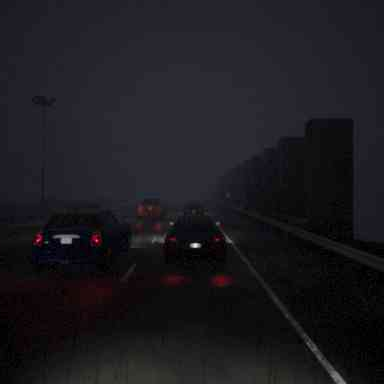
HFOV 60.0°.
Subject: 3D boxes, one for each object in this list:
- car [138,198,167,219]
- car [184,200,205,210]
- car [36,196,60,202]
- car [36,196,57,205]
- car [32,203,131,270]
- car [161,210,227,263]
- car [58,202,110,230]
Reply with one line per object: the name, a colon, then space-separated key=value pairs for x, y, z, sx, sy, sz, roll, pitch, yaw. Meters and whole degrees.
car: x=-3.350 y=1.328 z=28.913 sx=2.097 sy=1.767 sz=4.553 roll=0 pitch=0 yaw=1
car: x=0.188 y=1.500 z=31.061 sx=1.812 sy=1.442 sz=4.674 roll=0 pitch=0 yaw=1
car: x=-20.640 y=1.452 z=47.721 sx=2.128 sy=1.511 sz=4.902 roll=0 pitch=0 yaw=2
car: x=-27.293 y=1.549 z=62.481 sx=1.812 sy=1.442 sz=4.674 roll=0 pitch=0 yaw=0
car: x=-3.398 y=1.343 z=11.128 sx=2.097 sy=1.767 sz=4.553 roll=0 pitch=0 yaw=0
car: x=0.101 y=1.554 z=11.872 sx=1.994 sy=1.385 sz=4.181 roll=0 pitch=0 yaw=0
car: x=-6.894 y=1.487 z=21.852 sx=1.837 sy=1.490 sz=4.892 roll=0 pitch=0 yaw=0
